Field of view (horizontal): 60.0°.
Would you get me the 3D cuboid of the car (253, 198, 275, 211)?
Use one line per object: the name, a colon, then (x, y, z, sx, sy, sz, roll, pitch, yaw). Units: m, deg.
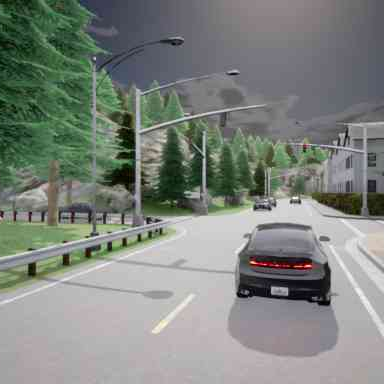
car: (8.786, 1.564, 41.075, 1.994, 1.385, 4.181, 0, 0, 18)

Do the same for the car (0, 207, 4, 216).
car: (-19.379, 1.541, 30.304, 4.674, 1.442, 1.812, 0, 0, 18)

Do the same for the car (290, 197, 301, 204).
car: (19.446, 1.564, 62.498, 1.994, 1.385, 4.181, 0, 0, 18)

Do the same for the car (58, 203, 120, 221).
car: (-8.484, 1.563, 26.929, 5.357, 1.411, 2.033, 0, 0, 18)

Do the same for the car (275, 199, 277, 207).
car: (11.814, 1.564, 50.606, 1.994, 1.385, 4.181, 0, 0, 18)

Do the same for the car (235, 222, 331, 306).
car: (2.269, 1.505, 8.188, 1.837, 1.490, 4.892, 0, 0, 17)
